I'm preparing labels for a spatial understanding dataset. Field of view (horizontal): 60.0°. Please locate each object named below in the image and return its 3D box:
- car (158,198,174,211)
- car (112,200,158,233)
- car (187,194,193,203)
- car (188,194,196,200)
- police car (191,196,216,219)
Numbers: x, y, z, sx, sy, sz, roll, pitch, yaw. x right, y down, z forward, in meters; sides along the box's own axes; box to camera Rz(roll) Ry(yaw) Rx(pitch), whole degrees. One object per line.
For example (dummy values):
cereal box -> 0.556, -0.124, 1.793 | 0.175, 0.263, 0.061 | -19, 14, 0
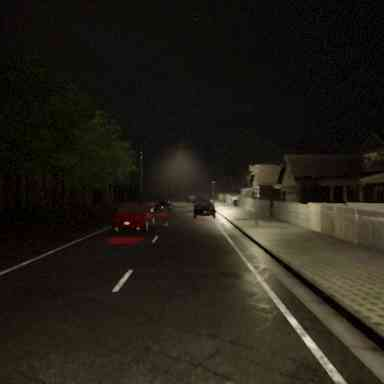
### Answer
car -> -3.377, 1.477, 40.473 | 1.837, 1.490, 4.892 | 0, 0, 0
car -> -3.392, 1.469, 19.788 | 1.882, 1.535, 5.008 | 0, 0, 0
car -> 0.029, 1.425, 64.654 | 1.994, 1.385, 4.181 | 0, 0, 0
car -> 0.033, 1.138, 82.086 | 2.033, 1.411, 5.357 | 0, 0, 0
police car -> 1.063, 1.415, 29.379 | 1.930, 1.638, 5.238 | 0, 0, 0
